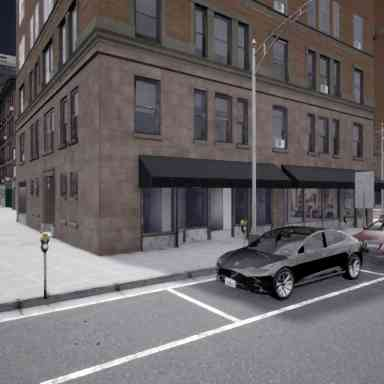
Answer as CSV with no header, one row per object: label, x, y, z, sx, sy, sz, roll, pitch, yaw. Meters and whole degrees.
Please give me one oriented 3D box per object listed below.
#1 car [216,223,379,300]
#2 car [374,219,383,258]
car,2.592,1.566,8.378,4.313,1.339,1.947,0,0,-35
car,7.073,1.582,11.569,4.206,1.307,1.802,0,0,-35
